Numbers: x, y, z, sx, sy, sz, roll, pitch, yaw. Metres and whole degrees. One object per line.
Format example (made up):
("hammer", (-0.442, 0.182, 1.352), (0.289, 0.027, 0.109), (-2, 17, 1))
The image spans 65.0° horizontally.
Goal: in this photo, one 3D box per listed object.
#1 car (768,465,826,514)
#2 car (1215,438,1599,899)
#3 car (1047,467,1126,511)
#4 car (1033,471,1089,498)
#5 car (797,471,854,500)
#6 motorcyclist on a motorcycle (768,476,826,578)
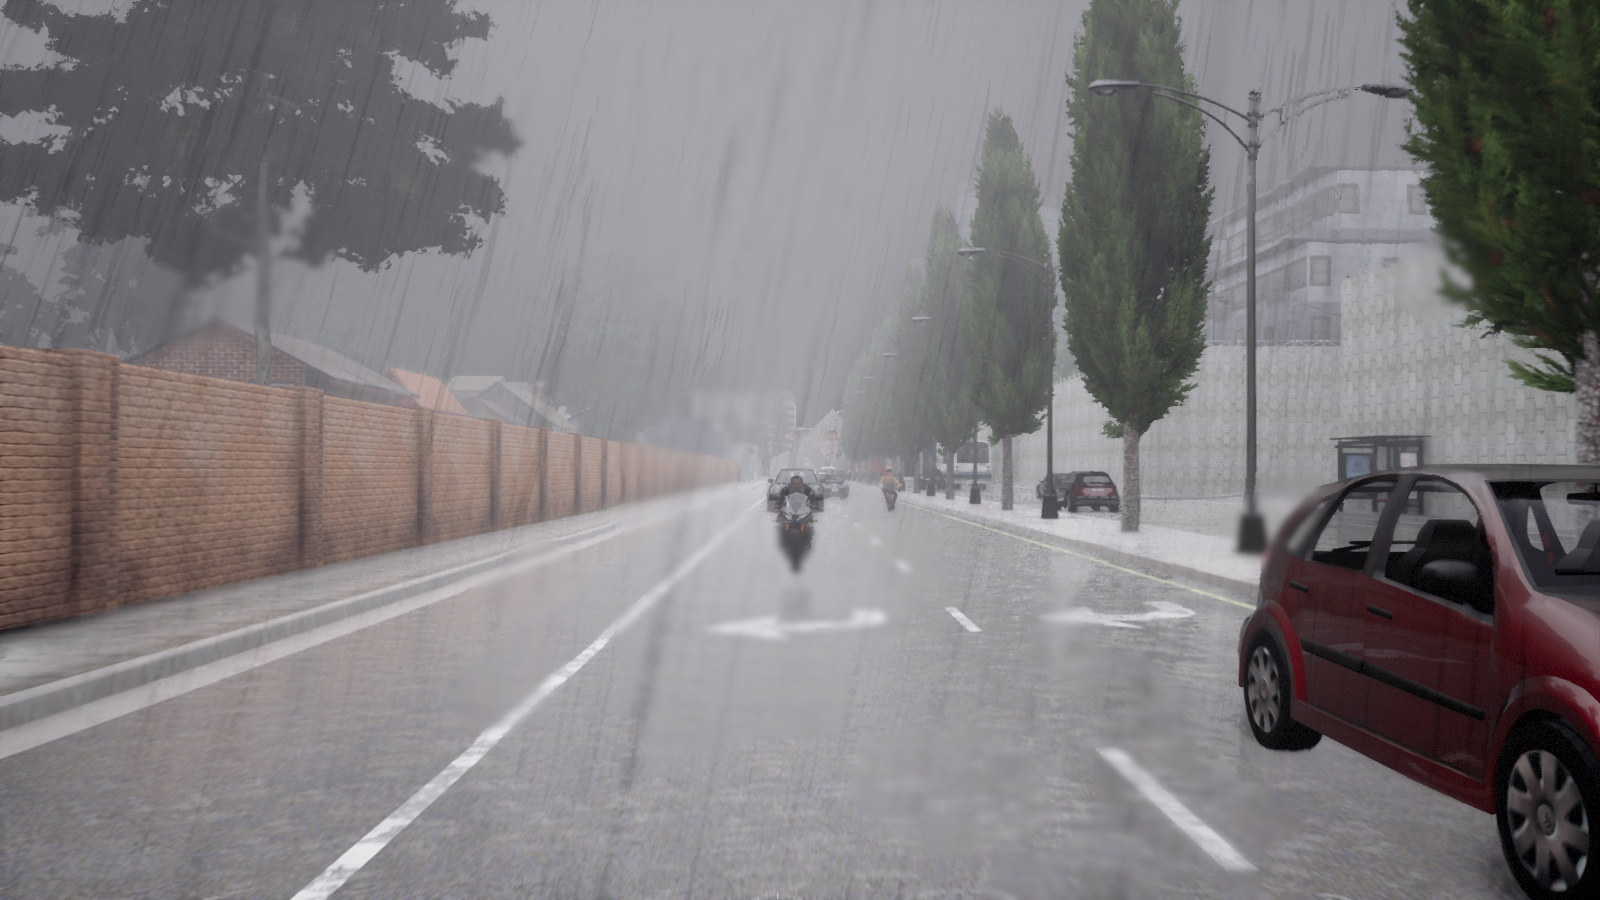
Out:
("car", (-0.113, 1.458, 47.330), (2.097, 1.767, 4.553), (0, -1, 0))
("car", (3.486, 0.794, 5.728), (1.851, 1.617, 3.988), (0, -1, 0))
("car", (11.378, 1.532, 50.251), (2.033, 1.649, 4.856), (0, -1, 0))
("car", (14.829, 1.940, 71.672), (2.163, 1.488, 4.792), (0, -1, 0))
("car", (1.364, 1.903, 68.048), (1.970, 1.475, 3.806), (0, -1, -18))
("motorcyclist on a motorcycle", (-0.045, 1.182, 20.020), (0.866, 1.530, 2.191), (0, -1, 0))
